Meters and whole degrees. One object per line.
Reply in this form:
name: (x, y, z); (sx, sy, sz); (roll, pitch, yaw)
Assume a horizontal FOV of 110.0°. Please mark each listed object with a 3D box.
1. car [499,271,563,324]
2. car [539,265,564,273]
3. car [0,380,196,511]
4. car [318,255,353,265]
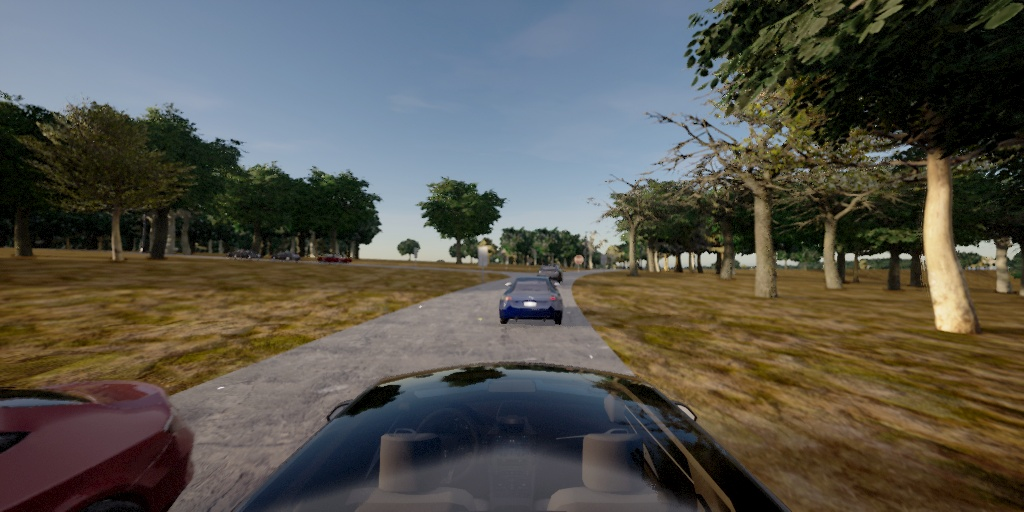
car: (0.720, 1.403, 12.534); (1.994, 1.385, 4.181); (0, 0, 5)
car: (3.228, 1.473, 29.649); (2.128, 1.511, 4.902); (0, -1, 11)
car: (-3.049, 1.264, 0.532); (1.812, 1.442, 4.674); (0, 0, 0)
car: (-25.711, 0.535, 52.205); (4.718, 1.301, 1.895); (2, -1, 16)
